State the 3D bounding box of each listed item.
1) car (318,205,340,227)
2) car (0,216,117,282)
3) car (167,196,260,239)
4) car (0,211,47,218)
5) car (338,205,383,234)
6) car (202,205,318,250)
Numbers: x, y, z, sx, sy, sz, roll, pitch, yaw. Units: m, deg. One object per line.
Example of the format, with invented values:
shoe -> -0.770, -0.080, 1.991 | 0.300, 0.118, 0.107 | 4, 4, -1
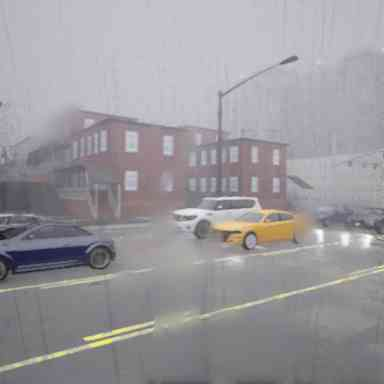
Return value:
car -> 9.830, 1.646, 23.689 | 4.674, 1.442, 1.812 | 1, 0, -35
car -> -4.315, 1.544, 9.510 | 4.181, 1.385, 1.994 | 1, 0, -35
car -> 1.410, 1.263, 17.803 | 5.566, 2.045, 2.150 | 1, 0, -35
car -> -6.876, 1.456, 11.991 | 4.902, 1.511, 2.128 | 1, 0, -35
car -> 11.210, 1.690, 20.390 | 4.181, 1.385, 1.994 | 1, 0, -35
car -> 3.114, 1.527, 14.725 | 5.008, 1.535, 1.882 | 1, 0, -35
